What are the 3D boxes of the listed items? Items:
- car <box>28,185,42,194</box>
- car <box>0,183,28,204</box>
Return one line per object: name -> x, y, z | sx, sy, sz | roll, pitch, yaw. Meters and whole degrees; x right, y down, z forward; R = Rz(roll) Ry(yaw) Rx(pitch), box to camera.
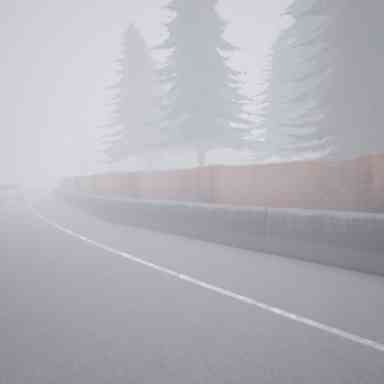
car -> -26.440, -0.369, 55.500 | 1.812, 1.442, 4.674 | -4, 3, -15
car -> -19.792, 0.090, 36.350 | 2.150, 2.045, 5.566 | -5, 3, -22
